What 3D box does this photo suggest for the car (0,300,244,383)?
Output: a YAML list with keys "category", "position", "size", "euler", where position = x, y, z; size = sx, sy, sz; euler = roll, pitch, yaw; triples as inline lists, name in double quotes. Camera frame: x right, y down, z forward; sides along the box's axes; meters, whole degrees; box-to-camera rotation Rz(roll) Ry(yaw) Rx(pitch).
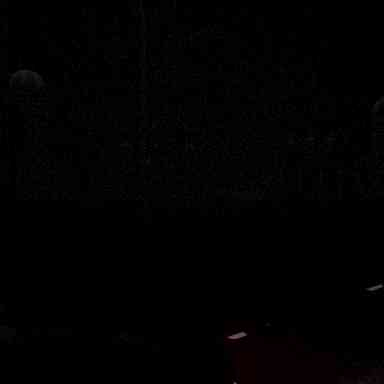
- category: "car"
  position: [-1.721, 1.528, 1.842]
  size: [4.674, 1.442, 1.812]
  euler: [0, 0, -36]
